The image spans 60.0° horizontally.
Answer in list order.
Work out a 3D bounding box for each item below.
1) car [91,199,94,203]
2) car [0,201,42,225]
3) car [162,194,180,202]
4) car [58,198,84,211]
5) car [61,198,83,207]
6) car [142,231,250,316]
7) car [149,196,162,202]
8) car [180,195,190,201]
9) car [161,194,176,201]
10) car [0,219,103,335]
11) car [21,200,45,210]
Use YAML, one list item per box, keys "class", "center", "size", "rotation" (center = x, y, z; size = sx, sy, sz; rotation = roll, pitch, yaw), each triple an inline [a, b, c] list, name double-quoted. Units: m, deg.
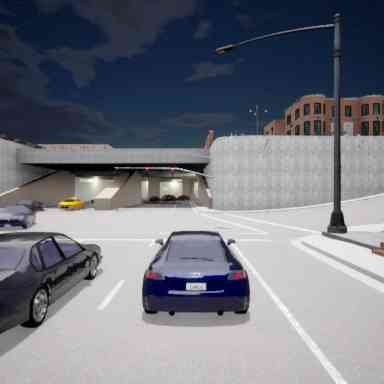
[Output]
- class: "car"
  center: [-18.763, 1.598, 66.750]
  size: [1.895, 1.301, 4.718]
  rotation: [0, 0, -1]
- class: "car"
  center: [-11.282, 1.547, 21.471]
  size: [2.033, 1.411, 5.357]
  rotation: [0, 0, -18]
- class: "car"
  center: [-4.749, 1.355, 75.126]
  size: [2.097, 1.767, 4.553]
  rotation: [0, 0, 6]
- class: "car"
  center: [-14.695, 1.478, 40.653]
  size: [1.882, 1.535, 5.008]
  rotation: [0, 0, -2]
- class: "car"
  center: [-18.473, 1.601, 51.395]
  size: [1.895, 1.301, 4.718]
  rotation: [0, 0, -1]
- class: "car"
  center: [0.078, 1.564, 7.614]
  size: [1.994, 1.385, 4.181]
  rotation: [0, 0, 0]
- class: "car"
  center: [-8.268, 1.540, 74.834]
  size: [2.033, 1.411, 5.357]
  rotation: [0, 0, 6]
- class: "car"
  center: [-2.119, 1.524, 84.921]
  size: [1.812, 1.442, 4.674]
  rotation: [0, 0, 28]
- class: "car"
  center: [-5.925, 1.355, 84.884]
  size: [2.097, 1.767, 4.553]
  rotation: [0, 0, 24]
- class: "car"
  center: [-3.424, 1.547, 6.917]
  size: [2.033, 1.411, 5.357]
  rotation: [0, 0, 0]
- class: "car"
  center: [-18.055, 1.547, 36.755]
  size: [2.033, 1.411, 5.357]
  rotation: [0, 0, -3]
